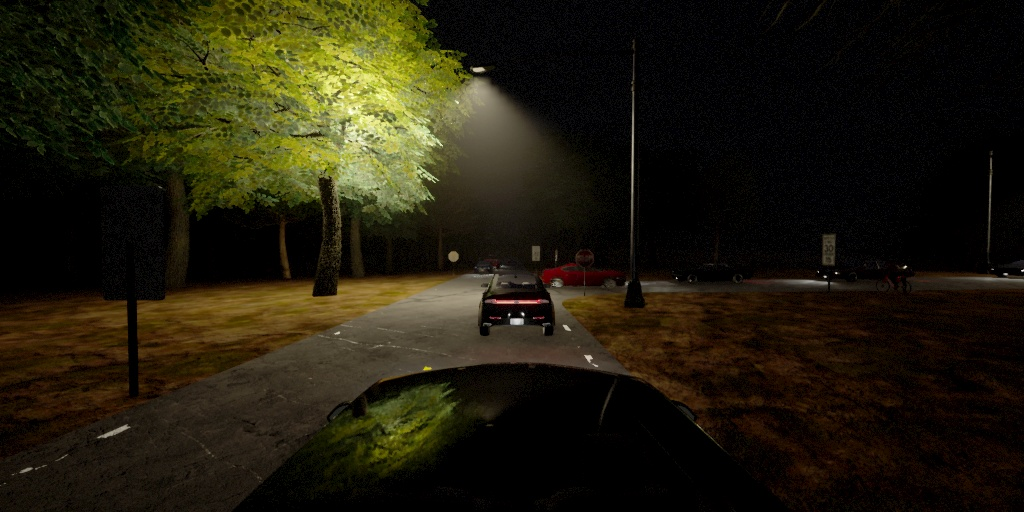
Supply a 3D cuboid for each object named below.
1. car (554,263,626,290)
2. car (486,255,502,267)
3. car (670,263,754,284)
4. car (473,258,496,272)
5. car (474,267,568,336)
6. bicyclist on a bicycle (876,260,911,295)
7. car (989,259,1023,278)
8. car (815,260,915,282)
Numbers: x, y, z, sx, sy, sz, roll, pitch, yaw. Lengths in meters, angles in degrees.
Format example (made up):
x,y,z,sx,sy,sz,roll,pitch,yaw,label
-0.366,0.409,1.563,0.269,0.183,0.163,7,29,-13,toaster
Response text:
x,y,z,sx,sy,sz,roll,pitch,yaw,label
4.361,1.177,22.036,5.008,1.535,1.882,0,3,17,car
-2.983,0.835,53.578,2.150,2.045,5.566,0,0,1,car
13.274,1.141,24.065,4.718,1.301,1.895,-1,1,2,car
-3.038,1.198,39.022,1.812,1.442,4.674,0,0,0,car
0.113,1.235,10.360,2.128,1.511,4.902,0,0,0,car
18.570,1.038,17.492,0.582,1.620,1.656,-1,0,0,bicyclist on a bicycle
36.301,0.841,24.680,5.357,1.411,2.033,0,1,-5,car
23.525,0.958,23.964,5.357,1.411,2.033,-1,1,-2,car
